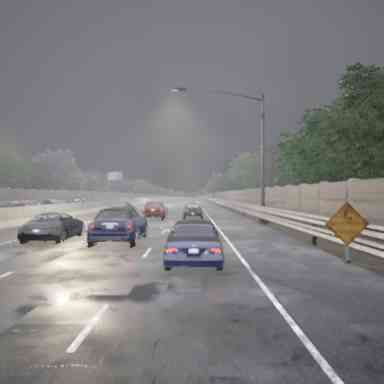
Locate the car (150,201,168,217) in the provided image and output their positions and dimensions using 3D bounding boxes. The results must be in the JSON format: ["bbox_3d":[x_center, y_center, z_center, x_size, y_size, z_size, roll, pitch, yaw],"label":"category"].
[{"bbox_3d":[-3.416,1.629,31.198,2.097,1.767,4.553,0,0,0],"label":"car"}]

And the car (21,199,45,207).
[{"bbox_3d":[-21.083,1.751,45.856,2.097,1.767,4.553,0,0,0],"label":"car"}]

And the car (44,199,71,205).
[{"bbox_3d":[-17.589,1.868,44.885,1.882,1.535,5.008,0,0,0],"label":"car"}]

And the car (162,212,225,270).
[{"bbox_3d":[0.063,1.653,11.445,2.033,1.411,5.357,0,0,0],"label":"car"}]

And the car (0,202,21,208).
[{"bbox_3d":[-24.587,1.994,45.163,1.895,1.301,4.718,0,0,0],"label":"car"}]

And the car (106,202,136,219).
[{"bbox_3d":[-6.911,1.769,32.988,1.882,1.535,5.008,0,0,0],"label":"car"}]

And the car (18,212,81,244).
[{"bbox_3d":[-6.914,1.717,16.778,1.994,1.385,4.181,0,0,0],"label":"car"}]

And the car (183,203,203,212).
[{"bbox_3d":[0.089,1.814,32.540,1.812,1.442,4.674,0,0,0],"label":"car"}]

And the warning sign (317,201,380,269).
[{"bbox_3d":[4.539,1.206,9.757,1.300,1.860,1.060,-1,-1,0],"label":"warning sign"}]

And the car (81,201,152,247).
[{"bbox_3d":[-3.417,1.498,16.009,2.097,1.767,4.553,0,-1,0],"label":"car"}]
